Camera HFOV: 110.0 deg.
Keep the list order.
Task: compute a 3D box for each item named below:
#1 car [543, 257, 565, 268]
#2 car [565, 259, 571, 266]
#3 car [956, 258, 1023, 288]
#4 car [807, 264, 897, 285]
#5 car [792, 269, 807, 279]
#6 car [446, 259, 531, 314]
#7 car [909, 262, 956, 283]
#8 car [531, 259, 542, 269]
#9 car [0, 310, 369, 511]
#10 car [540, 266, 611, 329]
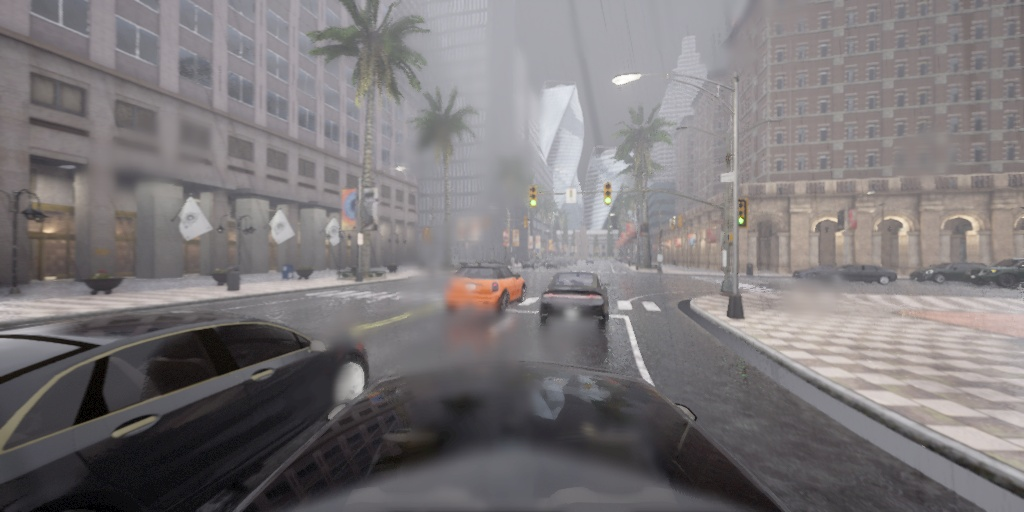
[{"bbox_3d":[6.594,1.275,56.173,1.837,1.490,4.892,0,0,15],"label":"car"},{"bbox_3d":[8.974,1.344,64.740,1.994,1.385,4.181,0,0,16],"label":"car"},{"bbox_3d":[35.746,1.152,25.016,5.566,2.045,2.150,0,0,15],"label":"car"},{"bbox_3d":[26.216,1.385,27.562,4.892,1.490,1.837,0,0,14],"label":"car"},{"bbox_3d":[26.916,1.447,30.995,4.181,1.385,1.994,0,0,15],"label":"car"},{"bbox_3d":[-0.830,1.093,14.097,2.097,1.767,4.553,0,0,14],"label":"car"},{"bbox_3d":[35.213,1.279,28.783,4.553,1.767,2.097,0,0,15],"label":"car"},{"bbox_3d":[2.955,1.256,56.131,1.837,1.490,4.892,0,0,15],"label":"car"},{"bbox_3d":[-3.030,1.239,3.126,1.837,1.490,4.892,0,0,4],"label":"car"},{"bbox_3d":[2.071,1.250,11.404,2.128,1.511,4.902,0,0,13],"label":"car"}]
